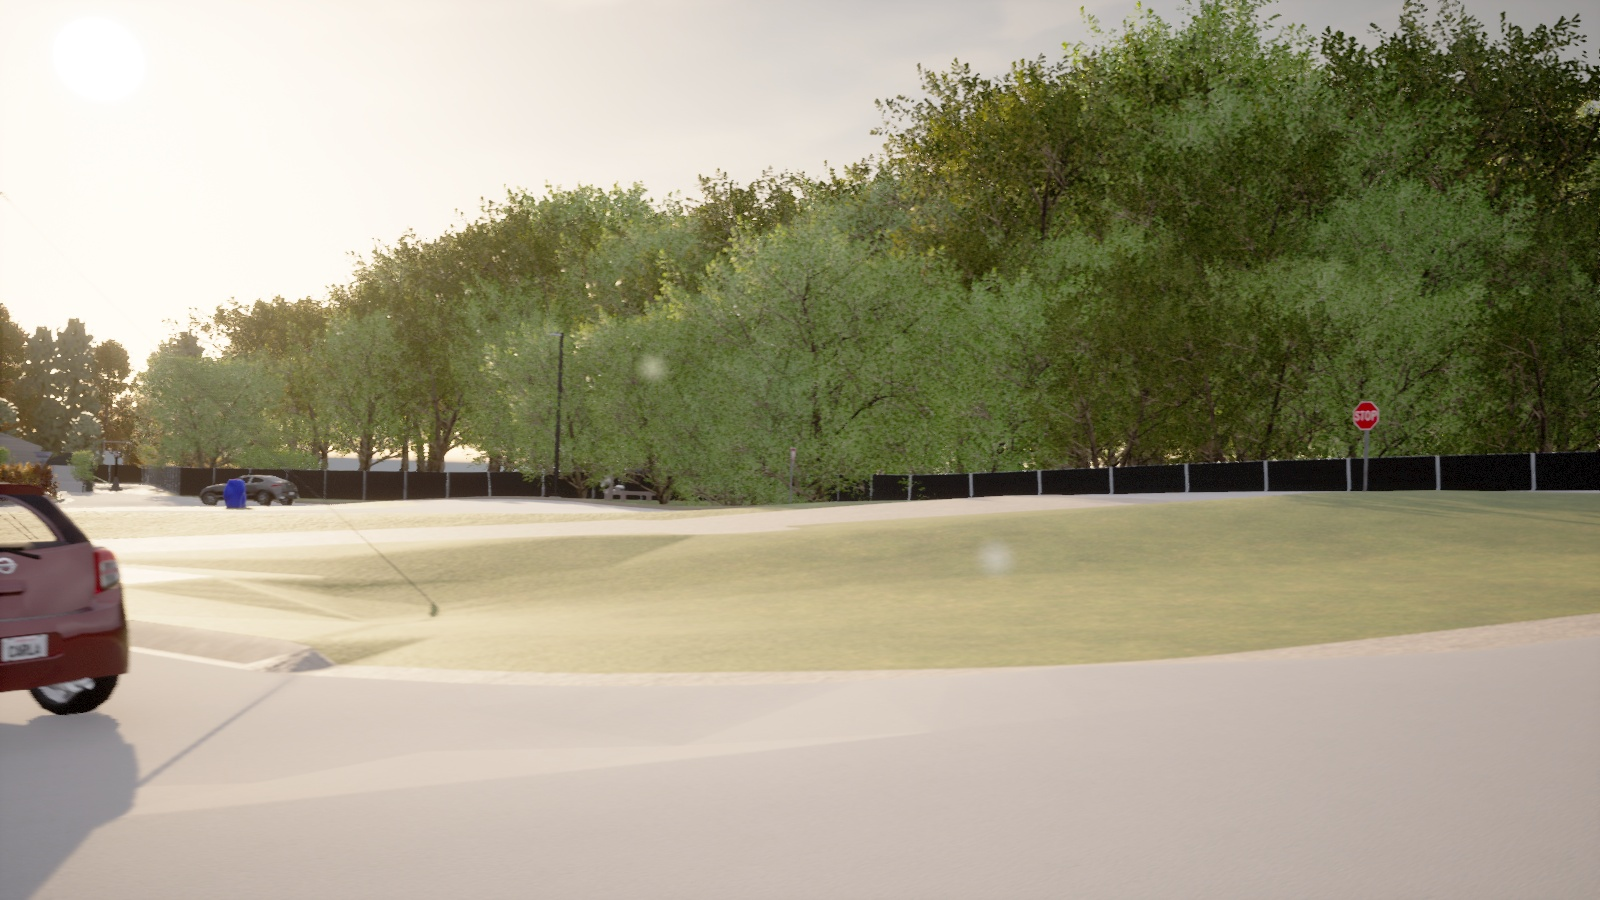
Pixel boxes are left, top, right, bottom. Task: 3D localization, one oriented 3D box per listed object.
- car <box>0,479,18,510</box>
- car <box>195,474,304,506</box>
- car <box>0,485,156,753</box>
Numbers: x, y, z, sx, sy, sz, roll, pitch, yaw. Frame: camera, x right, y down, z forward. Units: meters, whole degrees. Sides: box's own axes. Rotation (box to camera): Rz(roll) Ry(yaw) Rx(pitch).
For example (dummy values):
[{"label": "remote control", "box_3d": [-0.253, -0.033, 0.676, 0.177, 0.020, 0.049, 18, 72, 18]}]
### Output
[{"label": "car", "box_3d": [-38.320, 1.979, 56.741, 2.033, 1.411, 5.357, 1, -2, 9]}, {"label": "car", "box_3d": [-29.490, 2.134, 67.277, 5.027, 1.651, 2.152, 0, -1, 13]}, {"label": "car", "box_3d": [-6.150, 0.975, 7.823, 3.633, 1.501, 1.845, -1, -2, 22]}]
